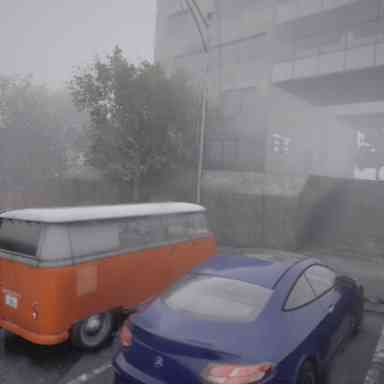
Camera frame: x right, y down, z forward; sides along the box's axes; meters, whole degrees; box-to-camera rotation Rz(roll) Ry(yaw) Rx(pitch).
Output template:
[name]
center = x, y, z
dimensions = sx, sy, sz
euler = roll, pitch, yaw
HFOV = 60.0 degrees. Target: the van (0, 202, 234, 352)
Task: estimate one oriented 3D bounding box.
[van]
center = -1.163, 1.214, 6.258
dimensions = 1.878, 1.987, 4.442
euler = 1, 0, 36
